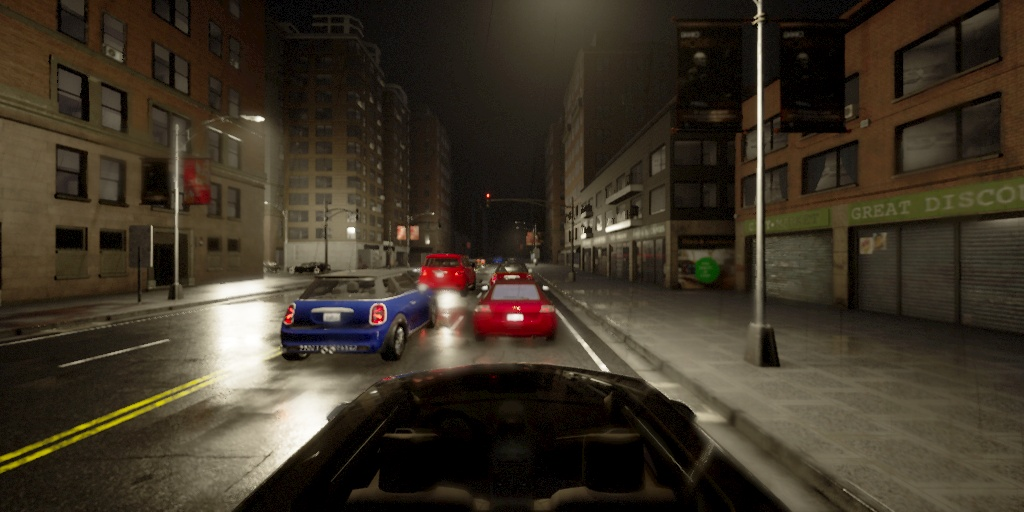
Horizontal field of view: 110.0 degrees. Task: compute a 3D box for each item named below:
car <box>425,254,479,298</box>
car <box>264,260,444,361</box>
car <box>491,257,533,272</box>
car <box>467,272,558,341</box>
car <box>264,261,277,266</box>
[{"bbox_3d":[-3.153,0.942,18.446,2.150,2.045,5.566,0,0,0],"label":"car"},{"bbox_3d":[-3.148,1.090,8.407,2.097,1.767,4.553,0,0,0],"label":"car"},{"bbox_3d":[-0.003,1.072,18.410,2.097,1.767,4.553,0,0,0],"label":"car"},{"bbox_3d":[0.091,1.299,9.793,1.994,1.385,4.181,0,0,0],"label":"car"},{"bbox_3d":[-27.820,1.259,39.306,4.403,1.370,2.007,0,0,0],"label":"car"}]
